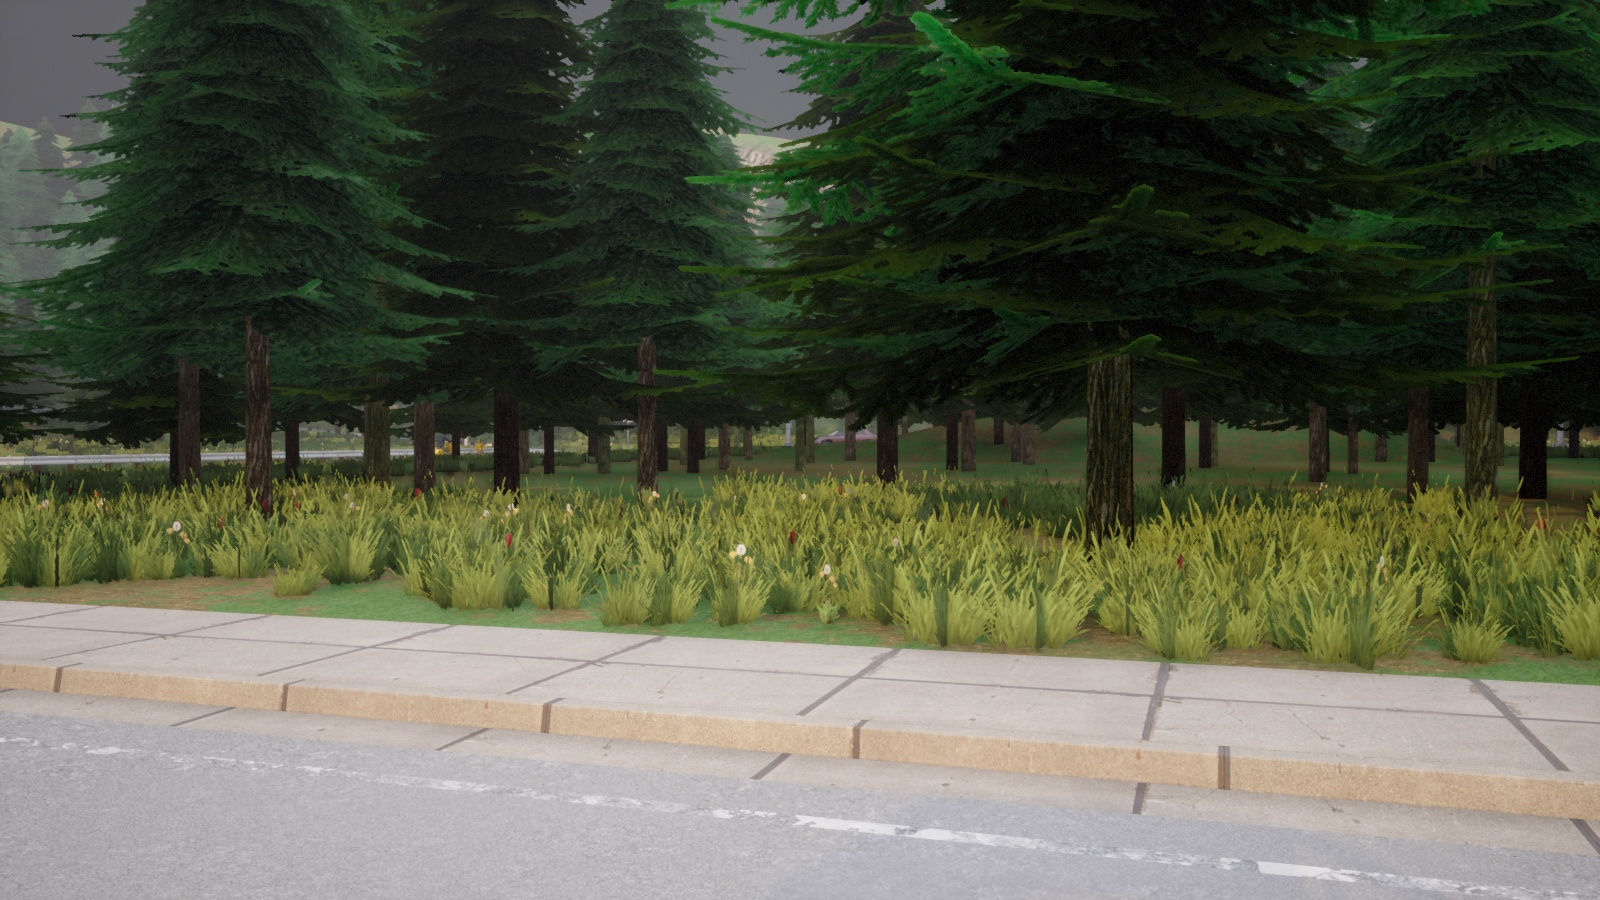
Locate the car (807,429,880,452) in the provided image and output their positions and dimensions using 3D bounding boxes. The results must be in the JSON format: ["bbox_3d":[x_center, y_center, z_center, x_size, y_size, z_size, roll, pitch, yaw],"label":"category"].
[{"bbox_3d":[3.105,-0.699,89.961,4.856,1.649,2.033,0,1,-12],"label":"car"}]
